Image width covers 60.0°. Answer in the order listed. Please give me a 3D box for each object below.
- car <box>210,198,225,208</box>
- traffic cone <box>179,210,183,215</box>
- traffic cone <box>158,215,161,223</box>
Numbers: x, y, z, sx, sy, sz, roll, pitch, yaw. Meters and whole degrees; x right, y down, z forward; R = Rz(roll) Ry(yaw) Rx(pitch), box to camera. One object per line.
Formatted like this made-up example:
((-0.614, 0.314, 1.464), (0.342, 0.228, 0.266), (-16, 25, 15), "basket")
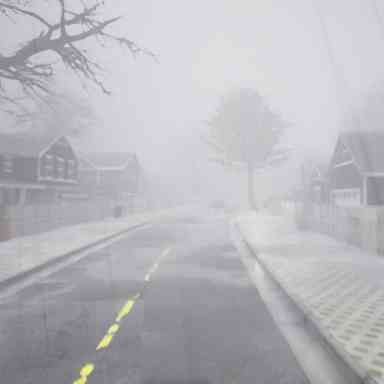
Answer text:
((4.071, 1.730, 52.134), (1.837, 1.490, 4.892), (0, 0, 13), "car")
((-1.168, 2.088, 35.073), (0.340, 0.580, 0.340), (0, 0, 9), "traffic cone")
((-2.455, 2.044, 25.053), (0.340, 0.580, 0.340), (0, 0, 6), "traffic cone")
